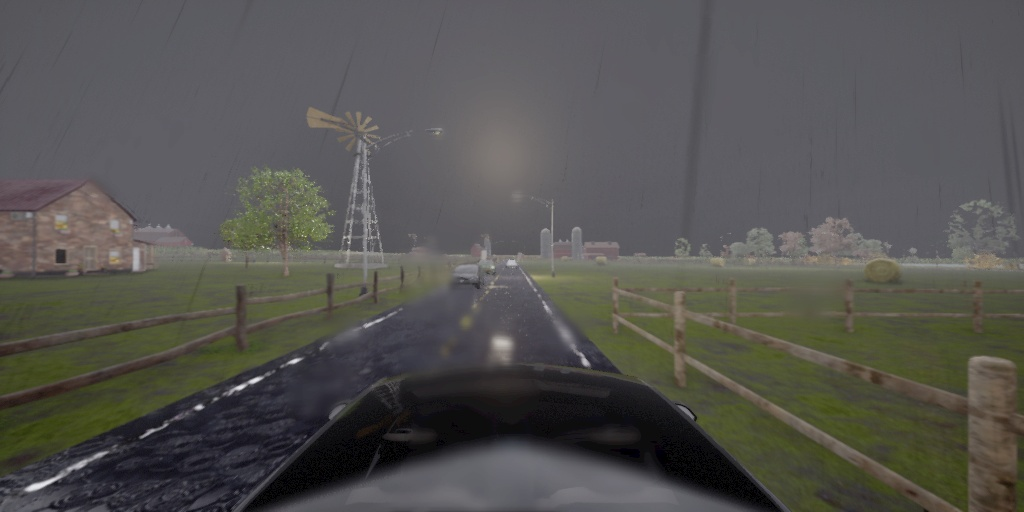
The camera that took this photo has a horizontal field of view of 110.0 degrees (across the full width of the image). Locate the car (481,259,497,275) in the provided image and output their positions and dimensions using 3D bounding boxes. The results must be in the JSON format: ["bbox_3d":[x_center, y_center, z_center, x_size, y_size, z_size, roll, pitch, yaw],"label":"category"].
[{"bbox_3d":[-2.767,1.150,38.883,2.097,1.767,4.553,0,0,0],"label":"car"}]

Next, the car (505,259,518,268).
[{"bbox_3d":[-0.027,1.283,60.227,1.812,1.442,4.674,0,0,0],"label":"car"}]

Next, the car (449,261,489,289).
[{"bbox_3d":[-2.778,1.262,23.011,1.837,1.490,4.892,0,-1,0],"label":"car"}]
